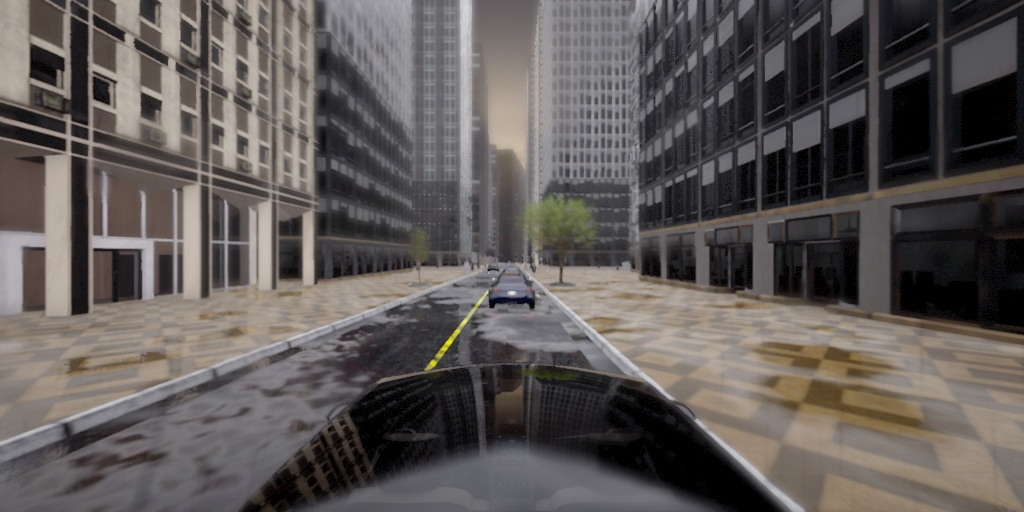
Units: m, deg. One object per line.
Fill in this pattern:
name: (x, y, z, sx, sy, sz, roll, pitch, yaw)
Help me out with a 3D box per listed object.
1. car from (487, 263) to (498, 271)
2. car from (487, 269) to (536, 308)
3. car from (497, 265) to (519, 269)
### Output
car: (-2.999, 1.874, 58.586, 2.033, 1.411, 5.357, 0, -1, 0)
car: (0.004, 1.452, 16.117, 1.994, 1.385, 4.181, 0, -1, 0)
car: (0.003, 1.602, 31.122, 1.994, 1.385, 4.181, 0, -1, 0)
